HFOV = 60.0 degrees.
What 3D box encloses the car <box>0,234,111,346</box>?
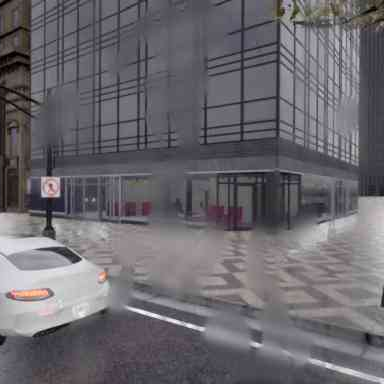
[{"bbox_3d":[-3.487,1.524,6.168,4.674,1.442,1.812,0,0,35],"label":"car"}]
